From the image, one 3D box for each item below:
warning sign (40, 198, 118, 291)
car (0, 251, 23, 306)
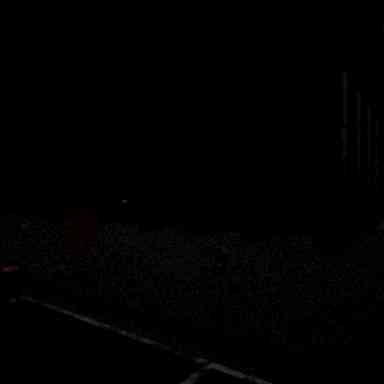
[{"bbox_3d":[-2.557,1.084,7.624,1.060,1.860,1.300,1,0,36],"label":"warning sign"},{"bbox_3d":[-5.192,1.505,6.664,4.507,1.381,1.887,0,0,36],"label":"car"}]
